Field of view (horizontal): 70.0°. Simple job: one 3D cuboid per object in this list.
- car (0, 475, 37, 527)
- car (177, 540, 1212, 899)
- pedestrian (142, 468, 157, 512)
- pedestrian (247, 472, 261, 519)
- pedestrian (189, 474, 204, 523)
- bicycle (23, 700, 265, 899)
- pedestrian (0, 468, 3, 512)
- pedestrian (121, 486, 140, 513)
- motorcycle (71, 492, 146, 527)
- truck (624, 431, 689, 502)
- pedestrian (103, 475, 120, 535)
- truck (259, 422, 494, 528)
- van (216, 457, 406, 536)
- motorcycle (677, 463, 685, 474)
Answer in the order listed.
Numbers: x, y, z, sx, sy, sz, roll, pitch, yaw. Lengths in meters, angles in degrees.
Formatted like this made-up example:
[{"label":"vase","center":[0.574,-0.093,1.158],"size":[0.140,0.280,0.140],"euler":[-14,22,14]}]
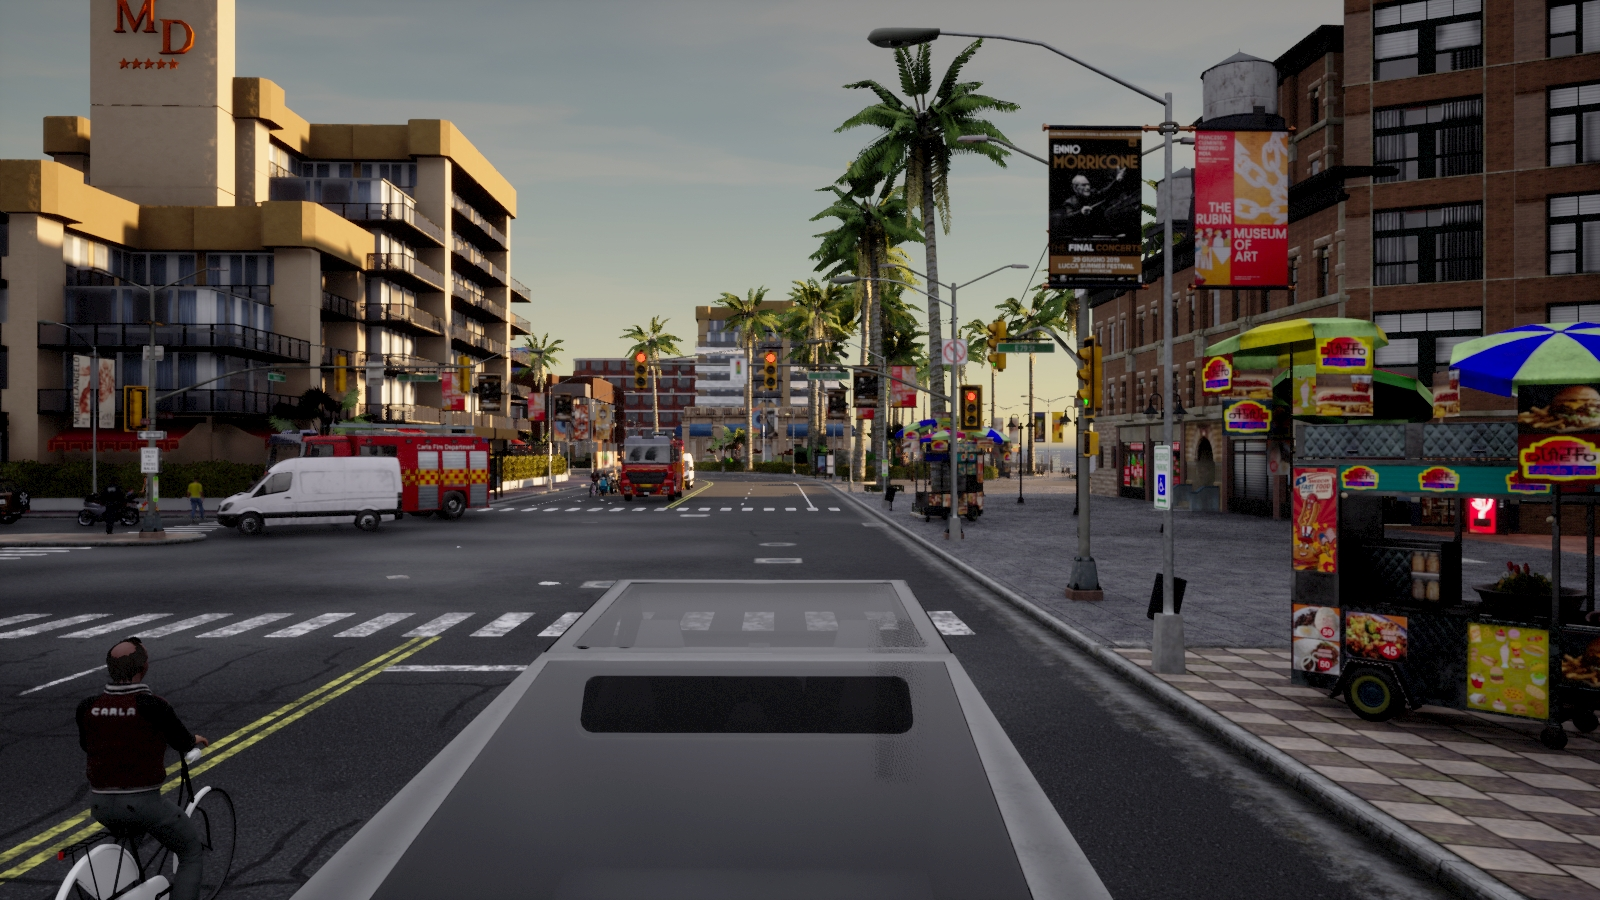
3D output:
[{"label":"car","center":[-31.074,1.864,42.073],"size":[4.605,1.855,1.932],"euler":[0,0,-2]},{"label":"car","center":[-0.214,1.754,5.773],"size":[2.390,2.098,6.274],"euler":[0,0,1]},{"label":"pedestrian","center":[-27.794,1.696,48.817],"size":[0.375,1.860,0.375],"euler":[0,0,7]},{"label":"pedestrian","center":[-22.254,1.848,46.551],"size":[0.375,1.860,0.375],"euler":[0,0,10]},{"label":"pedestrian","center":[-23.100,1.848,43.737],"size":[0.375,1.860,0.375],"euler":[0,0,-2]},{"label":"bicycle","center":[-3.625,2.210,6.485],"size":[0.329,1.171,1.835],"euler":[0,0,0]},{"label":"pedestrian","center":[-34.334,1.698,48.793],"size":[0.375,1.860,0.375],"euler":[0,0,-10]},{"label":"pedestrian","center":[-28.282,2.077,48.244],"size":[0.500,1.100,0.500],"euler":[0,0,8]},{"label":"motorcycle","center":[-25.598,2.205,42.324],"size":[2.209,1.251,0.867],"euler":[0,0,-5]},{"label":"truck","center":[-8.113,0.890,65.657],"size":[2.891,3.827,8.468],"euler":[0,0,-1]},{"label":"pedestrian","center":[-21.444,1.704,35.568],"size":[0.375,1.860,0.375],"euler":[0,0,-17]},{"label":"truck","center":[-16.585,0.890,45.386],"size":[2.891,3.827,8.468],"euler":[0,0,40]},{"label":"van","center":[-16.909,1.534,39.656],"size":[5.915,2.561,1.988],"euler":[0,0,-25]},{"label":"motorcycle","center":[-14.189,2.182,136.549],"size":[0.856,1.236,1.805],"euler":[0,0,-1]}]
